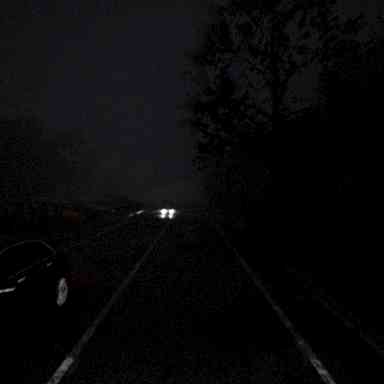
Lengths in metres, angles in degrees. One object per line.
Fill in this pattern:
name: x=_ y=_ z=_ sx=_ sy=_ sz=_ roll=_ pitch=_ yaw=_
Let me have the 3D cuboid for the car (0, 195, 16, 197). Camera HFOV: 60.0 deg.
car: x=-23.351 y=1.349 z=36.992 sx=5.566 sy=2.045 sz=2.435 roll=0 pitch=0 yaw=0

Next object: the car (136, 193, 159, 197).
car: x=-10.311 y=1.717 z=70.204 sx=5.566 sy=2.045 sz=2.435 roll=0 pitch=-1 yaw=0

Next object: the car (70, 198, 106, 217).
car: x=-10.310 y=1.548 z=28.570 sx=4.892 sy=1.521 sz=2.231 roll=0 pitch=0 yaw=0

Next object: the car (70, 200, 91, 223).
car: x=-10.121 y=1.508 z=23.018 sx=5.366 sy=1.575 sz=1.946 roll=0 pitch=0 yaw=0

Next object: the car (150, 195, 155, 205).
car: x=-10.101 y=1.840 z=61.872 sx=5.366 sy=1.575 sz=1.946 roll=0 pitch=-1 yaw=0

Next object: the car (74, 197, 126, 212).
car: x=-10.270 y=1.629 z=36.898 sx=4.792 sy=1.488 sz=2.163 roll=0 pitch=0 yaw=0

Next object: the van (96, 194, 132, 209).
van: x=-10.413 y=1.409 z=42.452 sx=4.442 sy=1.987 sz=1.878 roll=0 pitch=0 yaw=0

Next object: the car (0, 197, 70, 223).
car: x=-10.276 y=1.368 z=20.242 sx=4.553 sy=1.767 sz=2.185 roll=0 pitch=0 yaw=0

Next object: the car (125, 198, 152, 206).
car: x=-10.291 y=1.886 z=64.648 sx=4.892 sy=1.521 sz=2.231 roll=0 pitch=-1 yaw=0

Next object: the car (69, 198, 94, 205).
car: x=-23.359 y=2.009 z=70.218 sx=4.674 sy=1.452 sz=2.002 roll=0 pitch=-1 yaw=0

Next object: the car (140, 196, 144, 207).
car: x=-10.286 y=1.697 z=50.780 sx=4.892 sy=1.521 sz=2.231 roll=0 pitch=-1 yaw=0

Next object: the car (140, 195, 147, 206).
car: x=-10.476 y=1.723 z=53.547 sx=5.366 sy=1.575 sz=1.946 roll=0 pitch=-1 yaw=0

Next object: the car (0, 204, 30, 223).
car: x=-10.305 y=1.459 z=14.689 sx=5.008 sy=1.535 sz=2.097 roll=0 pitch=0 yaw=0

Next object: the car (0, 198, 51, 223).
car: x=-10.278 y=1.351 z=17.466 sx=4.553 sy=1.767 sz=2.185 roll=0 pitch=0 yaw=0

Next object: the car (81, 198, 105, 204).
car: x=-23.353 y=2.092 z=78.405 sx=5.008 sy=1.535 sz=2.097 roll=0 pitch=-1 yaw=0

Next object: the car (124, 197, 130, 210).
car: x=-10.269 y=1.647 z=39.674 sx=4.792 sy=1.488 sz=2.163 roll=0 pitch=0 yaw=0

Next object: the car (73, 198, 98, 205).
car: x=-23.331 y=2.040 z=72.988 sx=4.792 sy=1.488 sz=2.163 roll=0 pitch=-1 yaw=0

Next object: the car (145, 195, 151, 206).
car: x=-10.104 y=1.757 z=56.199 sx=5.366 sy=1.575 sz=1.946 roll=0 pitch=-1 yaw=0

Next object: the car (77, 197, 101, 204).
car: x=-23.391 y=1.925 z=75.636 sx=4.553 sy=1.767 sz=2.185 roll=0 pitch=-1 yaw=0

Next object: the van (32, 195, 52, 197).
van: x=-23.265 y=1.448 z=48.087 sx=4.442 sy=1.987 sz=1.878 roll=0 pitch=0 yaw=0

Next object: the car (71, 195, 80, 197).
car: x=-23.395 y=1.593 z=61.914 sx=5.566 sy=2.045 sz=2.435 roll=0 pitch=-1 yaw=0

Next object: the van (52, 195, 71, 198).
van: x=-23.486 y=1.535 z=56.250 sx=4.442 sy=1.987 sz=1.878 roll=0 pitch=-1 yaw=0

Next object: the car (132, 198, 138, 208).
car: x=-10.324 y=1.682 z=45.227 sx=4.792 sy=1.488 sz=2.163 roll=0 pitch=0 yaw=0

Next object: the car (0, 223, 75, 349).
car: x=-3.353 y=1.488 z=4.902 sx=1.837 sy=1.490 sz=4.892 roll=0 pitch=0 yaw=0

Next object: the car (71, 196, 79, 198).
car: x=-23.339 y=1.832 z=59.141 sx=4.792 sy=1.488 sz=2.163 roll=0 pitch=-1 yaw=0

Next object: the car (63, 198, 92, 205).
car: x=-23.178 y=1.924 z=67.449 sx=5.366 sy=1.575 sz=1.946 roll=0 pitch=-1 yaw=0

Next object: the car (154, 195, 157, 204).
car: x=-10.469 y=1.923 z=67.424 sx=5.366 sy=1.575 sz=1.946 roll=0 pitch=-1 yaw=0

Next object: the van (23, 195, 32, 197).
van: x=-23.492 y=1.410 z=42.531 sx=4.442 sy=1.987 sz=1.878 roll=0 pitch=0 yaw=0

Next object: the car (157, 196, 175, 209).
car: x=-3.406 y=1.681 z=47.650 sx=2.128 sy=1.511 sz=4.902 roll=0 pitch=-1 yaw=0

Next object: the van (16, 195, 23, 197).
van: x=-23.261 y=1.392 z=39.761 sx=4.442 sy=1.987 sz=1.878 roll=0 pitch=0 yaw=0

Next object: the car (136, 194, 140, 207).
car: x=-10.325 y=1.547 z=48.001 sx=4.553 sy=1.767 sz=2.185 roll=0 pitch=0 yaw=0

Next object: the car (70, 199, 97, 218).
car: x=-10.298 y=1.530 z=25.794 sx=4.892 sy=1.521 sz=2.231 roll=0 pitch=0 yaw=0

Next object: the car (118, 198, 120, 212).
car: x=-10.271 y=1.611 z=34.122 sx=4.792 sy=1.488 sz=2.163 roll=0 pitch=0 yaw=0

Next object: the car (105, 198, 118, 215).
car: x=-10.116 y=1.561 z=31.346 sx=5.366 sy=1.575 sz=1.946 roll=0 pitch=0 yaw=0
